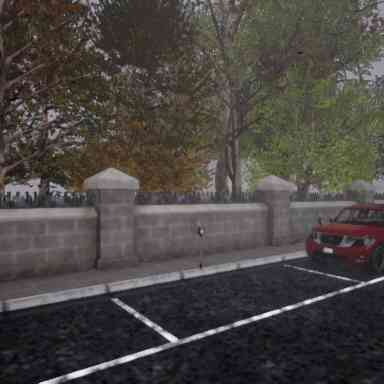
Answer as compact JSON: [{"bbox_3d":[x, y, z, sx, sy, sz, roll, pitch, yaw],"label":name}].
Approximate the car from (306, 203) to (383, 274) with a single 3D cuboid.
[{"bbox_3d":[5.848,1.313,10.727,5.009,1.841,2.192,0,0,-35],"label":"car"}]
